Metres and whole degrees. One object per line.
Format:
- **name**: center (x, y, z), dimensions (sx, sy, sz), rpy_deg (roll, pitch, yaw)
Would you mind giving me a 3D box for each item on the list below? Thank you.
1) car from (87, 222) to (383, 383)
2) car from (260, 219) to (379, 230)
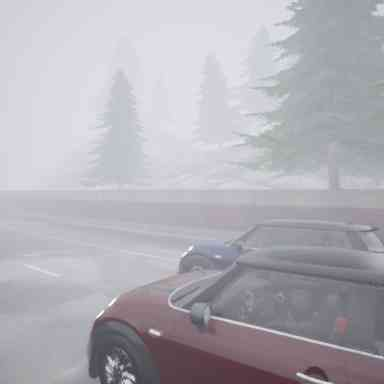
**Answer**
- **car**: center (0.997, 1.359, 3.402), dimensions (4.553, 1.767, 2.097), rpy_deg (0, 0, 36)
- **car**: center (1.882, 1.366, 7.106), dimensions (4.553, 1.767, 2.097), rpy_deg (0, 0, 37)
